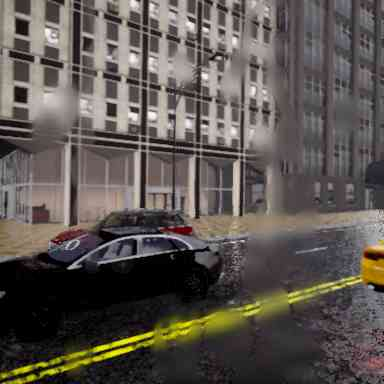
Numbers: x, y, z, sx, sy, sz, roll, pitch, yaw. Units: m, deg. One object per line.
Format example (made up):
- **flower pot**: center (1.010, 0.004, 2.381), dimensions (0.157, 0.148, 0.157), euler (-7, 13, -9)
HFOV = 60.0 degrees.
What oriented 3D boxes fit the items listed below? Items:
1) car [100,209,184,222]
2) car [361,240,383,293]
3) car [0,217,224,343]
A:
- **car**: center (-1.995, 1.353, 10.244), dimensions (4.553, 1.767, 2.097), euler (0, 0, -35)
- **car**: center (5.880, 1.479, 7.623), dimensions (5.008, 1.535, 1.882), euler (0, 0, -35)
- **car**: center (-1.592, 1.492, 6.540), dimensions (4.902, 1.511, 2.128), euler (0, 0, -35)
